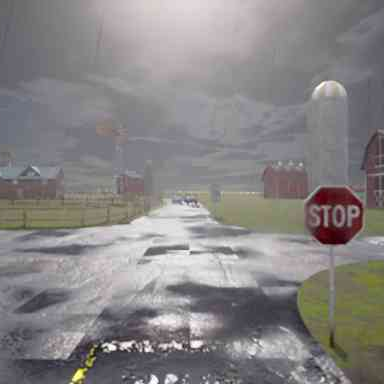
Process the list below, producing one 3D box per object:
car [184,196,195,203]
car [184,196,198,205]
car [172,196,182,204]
[{"bbox_3d":[-0.674,1.568,71.509,1.994,1.385,4.181,0,0,-6],"label":"car"},{"bbox_3d":[-0.015,1.545,61.378,1.837,1.490,4.892,0,0,-2],"label":"car"},{"bbox_3d":[-2.951,1.514,65.498,1.882,1.535,5.008,0,0,-2],"label":"car"}]
